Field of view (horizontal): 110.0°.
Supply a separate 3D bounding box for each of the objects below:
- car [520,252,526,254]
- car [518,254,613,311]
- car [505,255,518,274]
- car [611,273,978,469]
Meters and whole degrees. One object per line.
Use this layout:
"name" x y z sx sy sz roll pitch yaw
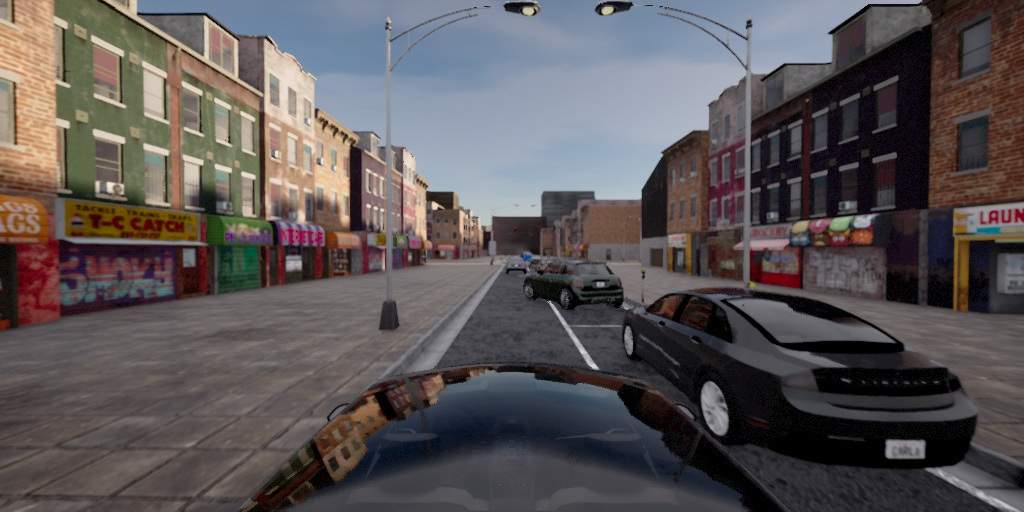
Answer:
"car" 0.501 0.613 46.412 1.812 1.442 4.674 0 1 1
"car" 2.140 0.918 13.710 2.097 1.767 4.553 0 1 -21
"car" 0.385 0.826 32.676 2.033 1.411 5.357 0 1 1
"car" 3.051 1.203 5.178 1.837 1.490 4.892 0 1 1
